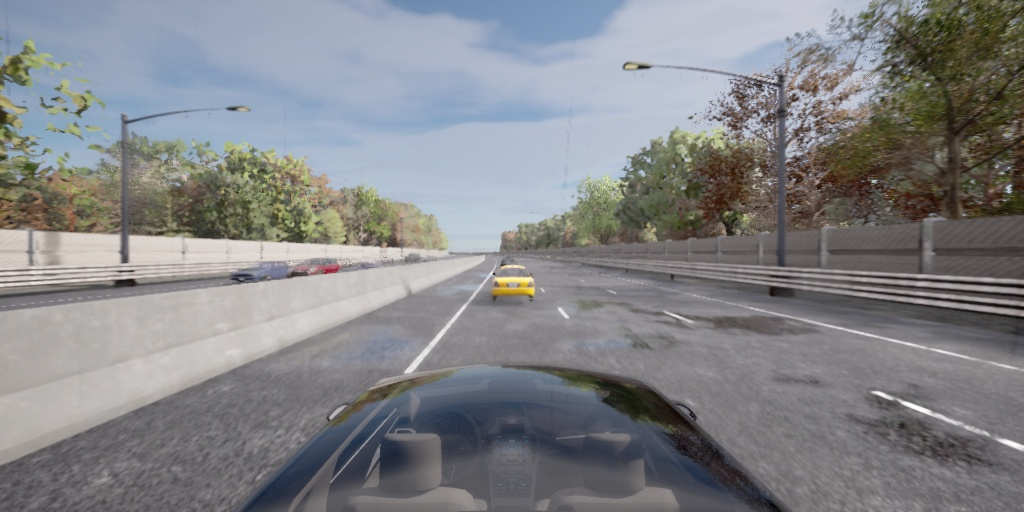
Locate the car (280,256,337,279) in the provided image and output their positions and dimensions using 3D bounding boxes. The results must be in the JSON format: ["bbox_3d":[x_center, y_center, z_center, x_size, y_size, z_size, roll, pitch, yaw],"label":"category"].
[{"bbox_3d":[-14.261,0.913,26.175,2.097,1.767,4.553,0,1,-1],"label":"car"}]

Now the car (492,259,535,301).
[{"bbox_3d":[0.033,1.088,16.541,1.801,1.575,5.366,0,0,0],"label":"car"}]

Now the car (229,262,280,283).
[{"bbox_3d":[-17.763,1.111,26.163,2.033,1.411,5.357,0,0,-1],"label":"car"}]

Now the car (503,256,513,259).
[{"bbox_3d":[-0.554,0.796,49.568,2.033,1.649,4.856,0,0,-1],"label":"car"}]

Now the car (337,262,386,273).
[{"bbox_3d":[-10.769,1.157,26.646,1.895,1.301,4.718,0,0,-1],"label":"car"}]
